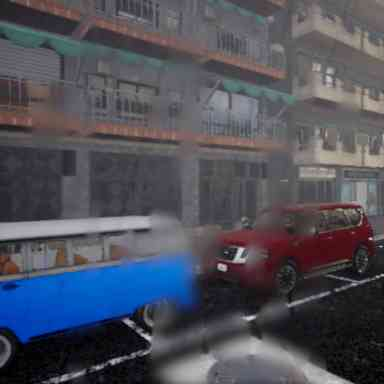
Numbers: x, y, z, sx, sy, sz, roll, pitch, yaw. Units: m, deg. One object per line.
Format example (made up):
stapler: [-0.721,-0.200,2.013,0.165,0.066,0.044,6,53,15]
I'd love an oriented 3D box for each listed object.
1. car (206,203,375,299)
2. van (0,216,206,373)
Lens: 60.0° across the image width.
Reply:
car: [2.685,1.245,8.474,5.009,1.841,2.192,-1,0,-35]
van: [-1.923,1.327,5.188,3.998,1.788,1.690,-1,0,-35]
